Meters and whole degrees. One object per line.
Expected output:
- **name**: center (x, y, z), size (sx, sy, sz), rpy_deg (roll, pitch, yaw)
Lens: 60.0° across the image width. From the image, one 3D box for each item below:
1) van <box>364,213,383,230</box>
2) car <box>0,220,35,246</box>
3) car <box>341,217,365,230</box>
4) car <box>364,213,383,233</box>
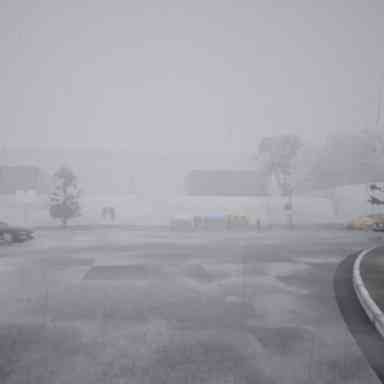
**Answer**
- **van**: center (23.084, 3.467, 39.387), size (1.878, 1.987, 4.442), rpy_deg (3, -7, -27)
- **car**: center (-11.109, 2.079, 17.858), size (4.892, 1.490, 1.837), rpy_deg (1, -5, -8)
- **car**: center (20.164, 3.687, 38.905), size (1.946, 1.575, 5.366), rpy_deg (3, -7, -28)
- **car**: center (14.390, 2.129, 21.315), size (5.357, 1.411, 2.033), rpy_deg (-1, -6, -8)
